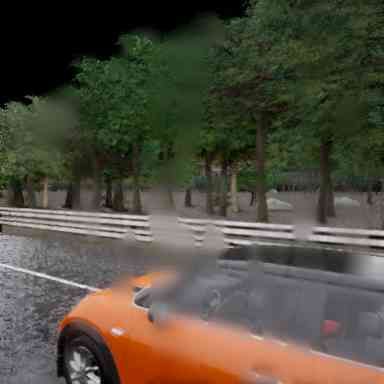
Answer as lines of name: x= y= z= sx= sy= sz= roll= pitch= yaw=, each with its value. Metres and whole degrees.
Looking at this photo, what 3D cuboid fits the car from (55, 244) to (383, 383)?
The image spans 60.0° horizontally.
car: x=0.627 y=1.349 z=3.423 sx=4.553 sy=1.767 sz=2.097 roll=0 pitch=0 yaw=35
